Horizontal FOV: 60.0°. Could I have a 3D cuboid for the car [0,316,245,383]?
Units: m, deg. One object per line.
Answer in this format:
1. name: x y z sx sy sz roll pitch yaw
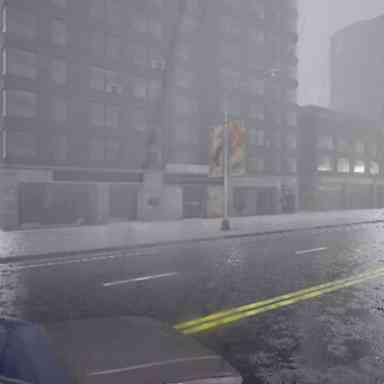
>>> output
1. car: -2.088 1.547 1.948 5.357 1.411 2.033 0 0 -35
